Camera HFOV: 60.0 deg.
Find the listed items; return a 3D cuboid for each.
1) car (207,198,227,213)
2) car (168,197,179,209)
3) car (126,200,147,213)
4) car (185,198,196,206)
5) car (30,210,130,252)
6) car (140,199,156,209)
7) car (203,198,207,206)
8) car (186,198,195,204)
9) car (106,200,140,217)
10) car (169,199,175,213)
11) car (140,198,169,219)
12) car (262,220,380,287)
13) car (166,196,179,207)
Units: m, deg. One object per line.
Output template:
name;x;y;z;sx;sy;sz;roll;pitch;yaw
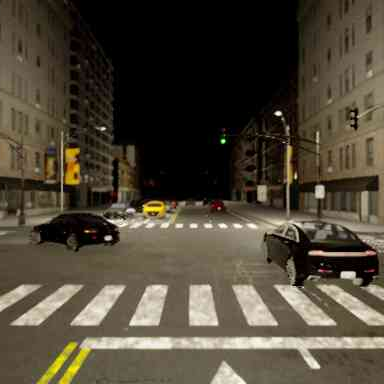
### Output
car;3.175;1.781;41.227;1.812;1.442;4.674;0;-1;0
car;-3.474;1.654;50.458;2.097;1.767;4.553;0;0;0
car;-6.753;1.749;41.098;1.837;1.490;4.892;0;0;0
car;-0.252;1.978;63.109;1.895;1.301;4.718;0;0;0
car;-5.025;1.602;14.188;4.674;1.442;1.812;0;-2;38
car;-6.716;1.829;51.251;1.812;1.442;4.674;0;0;0
car;3.015;1.931;63.740;2.033;1.411;5.357;0;0;0
car;-0.327;2.015;78.231;1.994;1.385;4.181;0;0;0
car;-6.703;1.734;31.360;2.033;1.411;5.357;0;0;4
car;-3.502;1.848;41.005;1.895;1.301;4.718;0;0;0
car;-3.489;1.669;31.667;1.882;1.535;5.008;0;0;-1
car;3.305;1.554;9.474;2.128;1.511;4.902;0;0;0
car;-3.504;1.711;60.419;2.097;1.767;4.553;0;0;0
